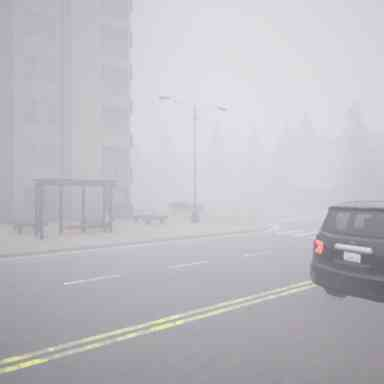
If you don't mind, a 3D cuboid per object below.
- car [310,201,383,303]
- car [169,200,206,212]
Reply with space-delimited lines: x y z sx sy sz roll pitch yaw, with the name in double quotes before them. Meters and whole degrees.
"car" 4.920 1.206 7.265 5.566 2.045 2.150 0 0 -36
"car" -0.530 1.505 36.646 1.895 1.301 4.718 0 0 -37
